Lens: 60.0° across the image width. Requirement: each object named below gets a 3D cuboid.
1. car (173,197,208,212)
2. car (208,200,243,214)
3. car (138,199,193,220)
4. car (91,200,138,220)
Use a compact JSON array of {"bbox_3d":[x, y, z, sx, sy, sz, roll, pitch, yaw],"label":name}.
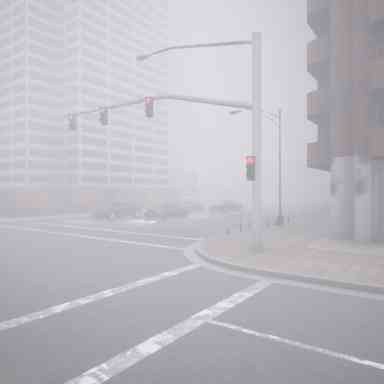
[{"bbox_3d":[-0.500,1.564,36.290,1.994,1.385,4.181,0,0,35],"label":"car"},{"bbox_3d":[3.761,1.601,36.259,1.895,1.301,4.718,0,0,35],"label":"car"},{"bbox_3d":[-2.111,1.564,27.924,1.994,1.385,4.181,0,0,35],"label":"car"},{"bbox_3d":[-6.221,1.505,28.164,1.837,1.490,4.892,0,0,35],"label":"car"}]
